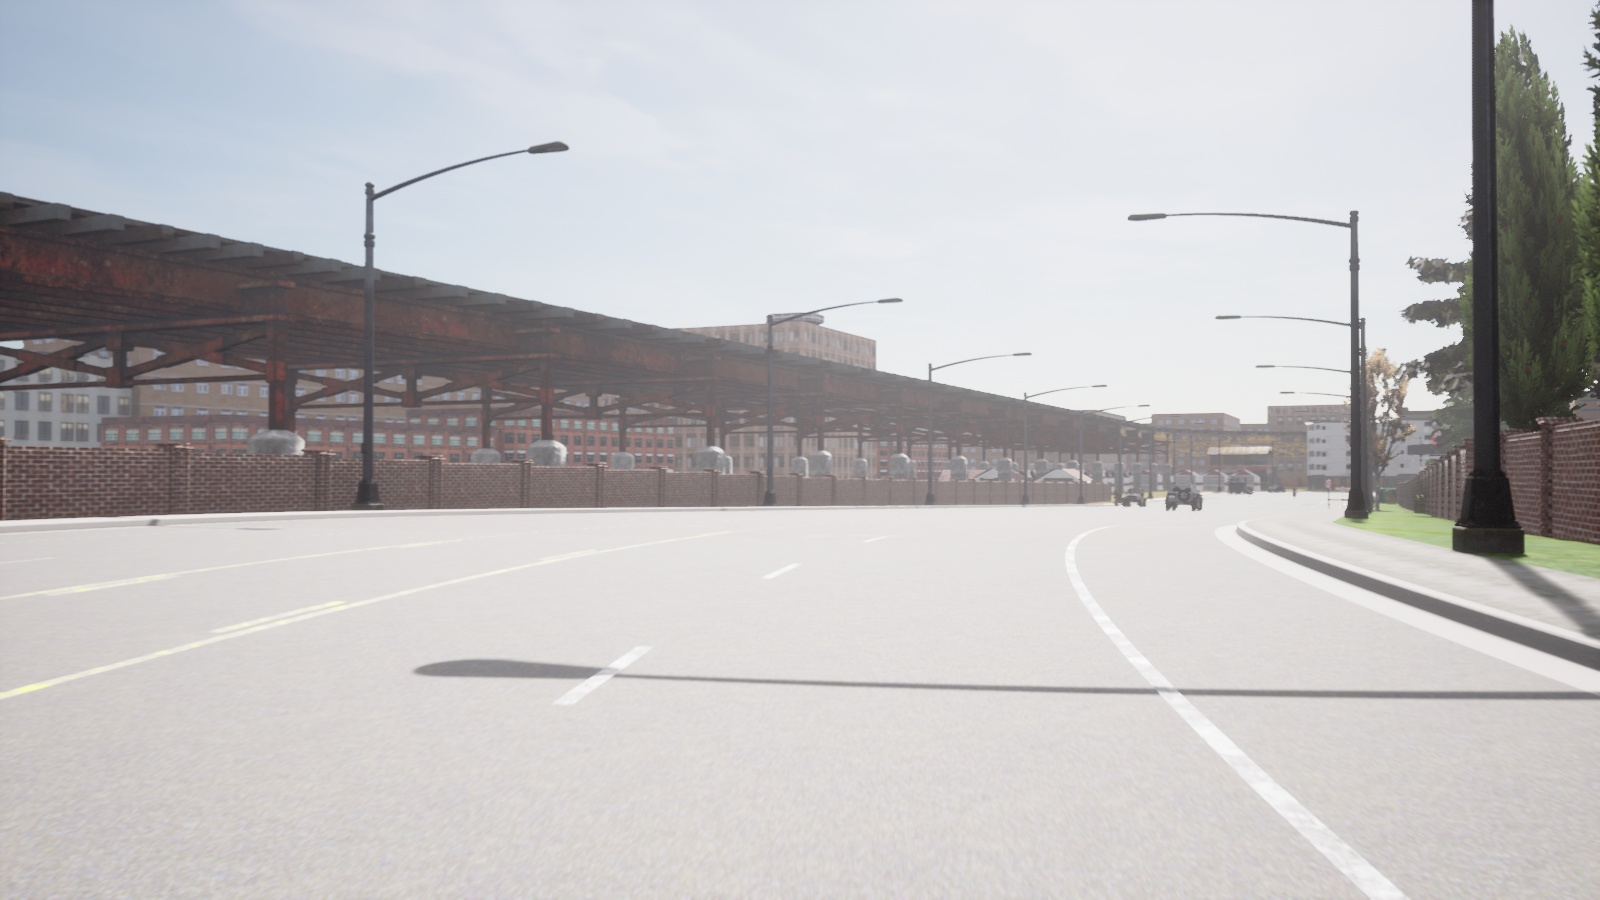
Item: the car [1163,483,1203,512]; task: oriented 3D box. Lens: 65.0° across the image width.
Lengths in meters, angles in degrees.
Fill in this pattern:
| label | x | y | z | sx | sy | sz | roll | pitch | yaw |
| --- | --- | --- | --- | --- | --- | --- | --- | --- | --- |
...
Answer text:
| label | x | y | z | sx | sy | sz | roll | pitch | yaw |
| --- | --- | --- | --- | --- | --- | --- | --- | --- | --- |
| car | 25.428 | 3.128 | 83.222 | 1.932 | 1.855 | 4.605 | 0 | -2 | 25 |
